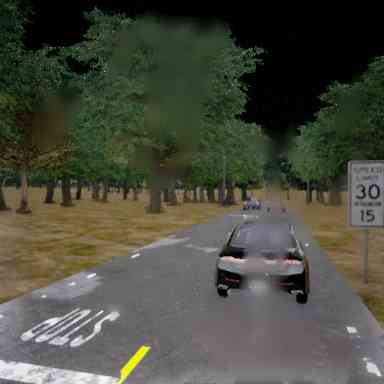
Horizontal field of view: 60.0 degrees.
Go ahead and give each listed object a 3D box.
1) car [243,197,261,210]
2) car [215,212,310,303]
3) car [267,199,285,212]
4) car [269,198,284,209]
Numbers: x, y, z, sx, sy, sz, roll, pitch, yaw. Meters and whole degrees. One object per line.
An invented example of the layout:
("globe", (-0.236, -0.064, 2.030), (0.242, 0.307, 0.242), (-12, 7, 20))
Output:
("car", (7.848, 1.427, 43.178), (2.097, 1.767, 4.553), (0, 0, 15))
("car", (1.811, 1.483, 8.316), (2.128, 1.511, 4.902), (0, 0, 15))
("car", (9.727, 1.610, 38.388), (1.994, 1.385, 4.181), (0, 0, 15))
("car", (12.223, 1.670, 48.033), (2.033, 1.411, 5.357), (0, -1, 15))
